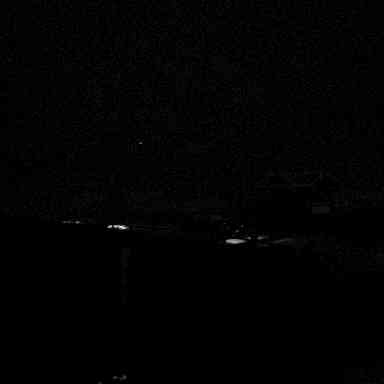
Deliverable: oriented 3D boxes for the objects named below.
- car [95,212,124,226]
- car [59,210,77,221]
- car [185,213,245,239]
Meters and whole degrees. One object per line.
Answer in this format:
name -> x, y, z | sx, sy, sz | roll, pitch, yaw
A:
car -> -8.974, 2.896, 36.127 | 1.994, 1.385, 4.181 | 0, -2, -36
car -> -18.751, 3.464, 49.925 | 1.837, 1.490, 4.892 | 0, -2, -36
car -> 1.346, 2.143, 21.722 | 1.812, 1.442, 4.674 | 0, -2, -36
